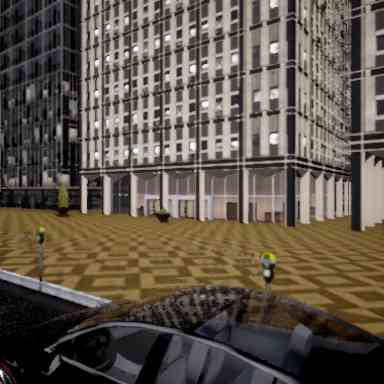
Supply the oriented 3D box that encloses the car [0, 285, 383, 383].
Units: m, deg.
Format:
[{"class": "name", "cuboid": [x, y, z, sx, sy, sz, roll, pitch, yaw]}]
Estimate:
[{"class": "car", "cuboid": [-0.071, 1.561, 2.928, 4.313, 1.339, 1.947, 0, 0, 36]}]
